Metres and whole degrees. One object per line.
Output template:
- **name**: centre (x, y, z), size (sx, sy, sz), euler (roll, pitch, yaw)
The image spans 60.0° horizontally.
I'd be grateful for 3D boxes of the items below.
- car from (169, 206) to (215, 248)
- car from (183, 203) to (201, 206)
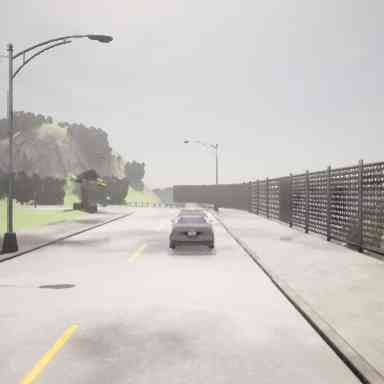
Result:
- **car**: centre (0.000, 1.563, 14.650), size (2.033, 1.411, 5.357), euler (0, 0, 0)
- **car**: centre (0.000, 1.616, 29.680), size (1.895, 1.301, 4.718), euler (0, 0, 0)
